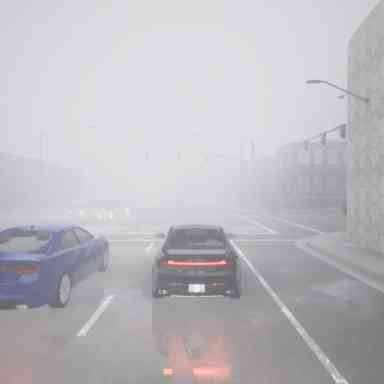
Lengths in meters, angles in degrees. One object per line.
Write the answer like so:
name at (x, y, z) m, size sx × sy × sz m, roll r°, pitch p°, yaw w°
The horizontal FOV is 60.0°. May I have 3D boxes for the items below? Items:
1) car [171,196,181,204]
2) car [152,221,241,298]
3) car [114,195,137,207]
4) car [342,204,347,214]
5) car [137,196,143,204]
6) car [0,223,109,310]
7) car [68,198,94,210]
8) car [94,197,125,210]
car at (-3.206, 1.477, 65.999) m, size 1.882 × 1.535 × 5.008 m, roll 0°, pitch 0°, yaw 0°
car at (0.104, 1.505, 8.478) m, size 1.837 × 1.490 × 4.892 m, roll 0°, pitch 0°, yaw 0°
car at (-10.434, 1.599, 52.164) m, size 1.895 × 1.301 × 4.718 m, roll 0°, pitch 0°, yaw 0°
car at (14.996, 1.015, 27.522) m, size 5.008 × 1.535 × 1.882 m, roll -5°, pitch 0°, yaw 0°
car at (-10.373, 1.525, 62.475) m, size 1.812 × 1.442 × 4.674 m, roll 0°, pitch 0°, yaw 0°
car at (-3.401, 1.478, 7.933) m, size 1.882 × 1.535 × 5.008 m, roll 0°, pitch 0°, yaw 0°
car at (-13.981, 1.525, 42.050) m, size 1.812 × 1.442 × 4.674 m, roll 0°, pitch 0°, yaw 1°
car at (-10.484, 1.601, 42.670) m, size 1.895 × 1.301 × 4.718 m, roll 0°, pitch 0°, yaw 2°
